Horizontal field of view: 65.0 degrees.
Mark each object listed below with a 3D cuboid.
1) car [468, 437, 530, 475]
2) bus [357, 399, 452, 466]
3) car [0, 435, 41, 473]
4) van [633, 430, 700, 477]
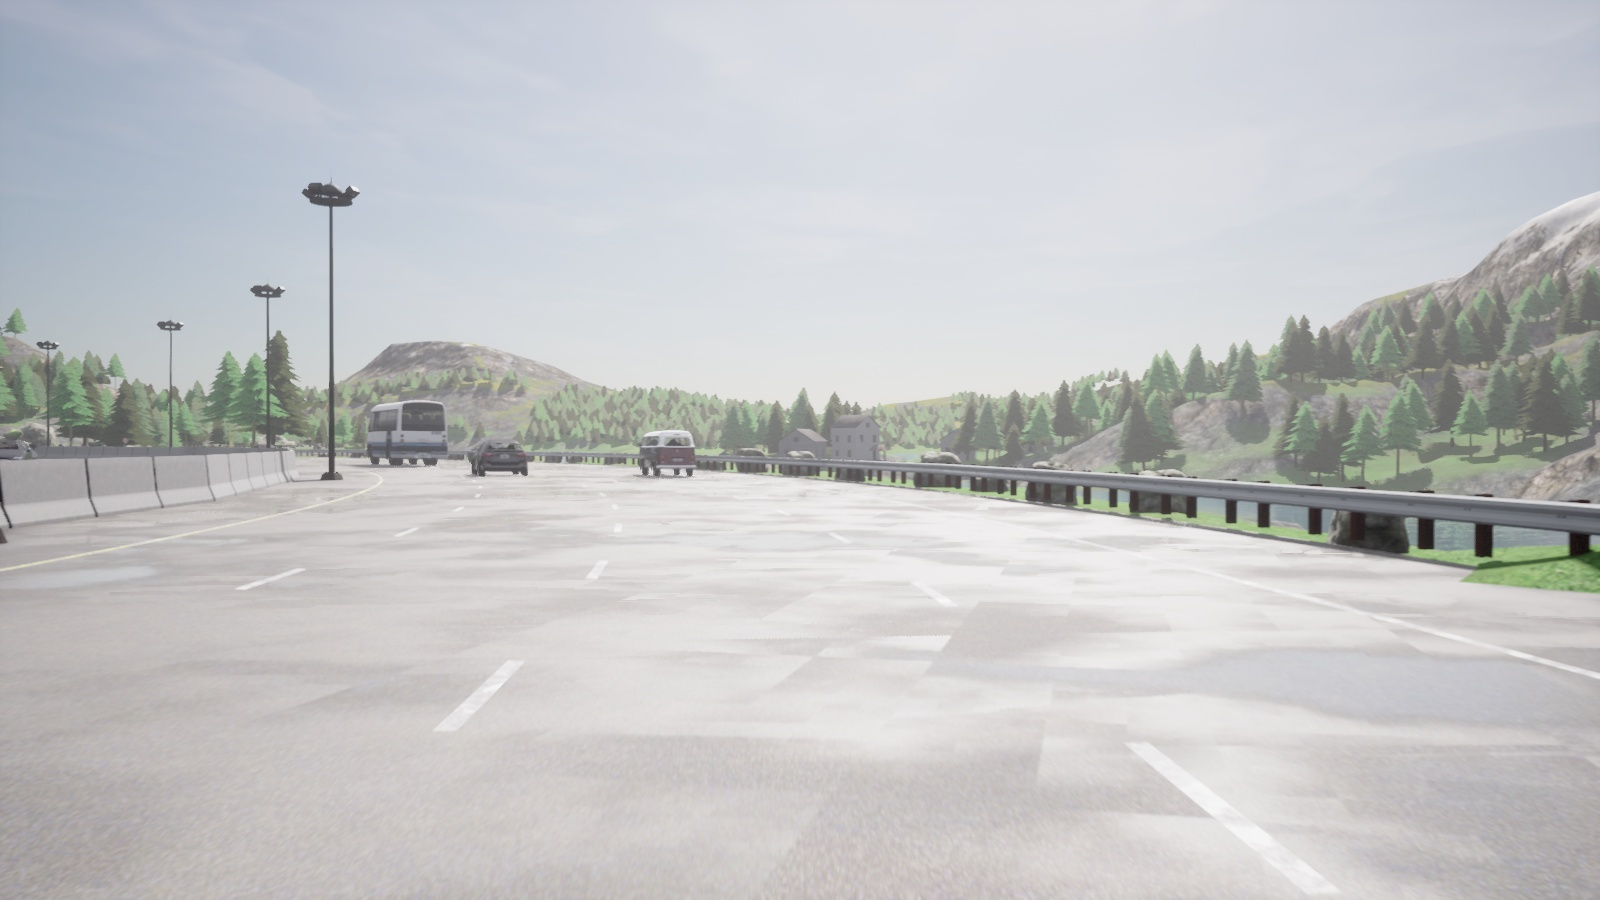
[{"bbox_3d":[-14.042,0.251,58.434,2.242,1.667,4.611,0,0,-20],"label":"car"},{"bbox_3d":[-27.175,-1.133,85.906,3.944,4.253,10.273,0,0,-30],"label":"bus"},{"bbox_3d":[-35.953,0.180,56.716,2.152,1.651,5.027,0,0,-23],"label":"car"},{"bbox_3d":[-6.096,0.144,56.967,2.069,2.038,4.480,0,0,-19],"label":"van"}]
